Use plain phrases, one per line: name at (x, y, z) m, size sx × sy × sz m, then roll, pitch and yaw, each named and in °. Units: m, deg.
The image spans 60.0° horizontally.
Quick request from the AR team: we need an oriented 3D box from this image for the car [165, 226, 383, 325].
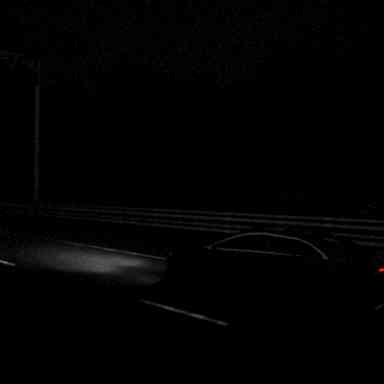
car at (1.603, 1.491, 7.182) m, size 4.902 × 1.511 × 2.128 m, roll 0°, pitch 0°, yaw 36°
